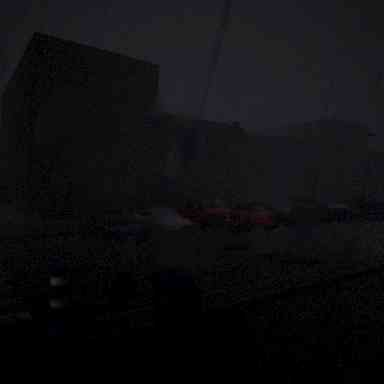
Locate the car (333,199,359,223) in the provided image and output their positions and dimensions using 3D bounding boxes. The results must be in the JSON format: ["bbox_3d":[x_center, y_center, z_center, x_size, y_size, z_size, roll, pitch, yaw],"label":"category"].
[{"bbox_3d":[9.610,1.547,25.518,2.097,1.535,5.008,0,0,-36],"label":"car"}]

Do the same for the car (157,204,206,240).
[{"bbox_3d":[-1.612,1.573,17.507,2.002,1.452,4.674,0,0,-36],"label":"car"}]

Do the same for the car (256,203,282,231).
[{"bbox_3d":[2.895,1.414,20.687,2.185,1.767,4.553,0,0,-36],"label":"car"}]

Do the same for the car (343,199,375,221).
[{"bbox_3d":[11.849,1.591,27.129,2.002,1.452,4.674,0,0,-36],"label":"car"}]

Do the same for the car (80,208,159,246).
[{"bbox_3d":[-3.837,1.558,15.877,2.163,1.488,4.792,0,0,-36],"label":"car"}]

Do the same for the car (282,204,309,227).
[{"bbox_3d":[5.016,1.582,22.238,2.002,1.452,4.674,0,0,-36],"label":"car"}]

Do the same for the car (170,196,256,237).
[{"bbox_3d":[0.650,1.285,19.086,2.435,2.045,5.566,0,0,-36],"label":"car"}]

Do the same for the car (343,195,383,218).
[{"bbox_3d":[16.354,1.310,30.310,2.435,2.045,5.566,0,0,-36],"label":"car"}]

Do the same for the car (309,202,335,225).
[{"bbox_3d":[7.366,1.584,23.918,2.002,1.452,4.674,0,0,-36],"label":"car"}]
